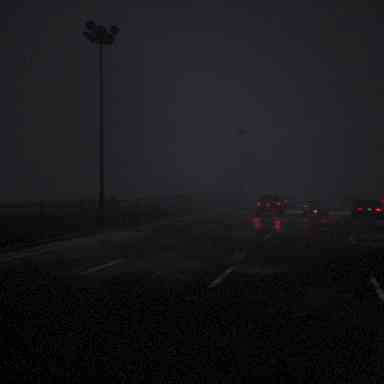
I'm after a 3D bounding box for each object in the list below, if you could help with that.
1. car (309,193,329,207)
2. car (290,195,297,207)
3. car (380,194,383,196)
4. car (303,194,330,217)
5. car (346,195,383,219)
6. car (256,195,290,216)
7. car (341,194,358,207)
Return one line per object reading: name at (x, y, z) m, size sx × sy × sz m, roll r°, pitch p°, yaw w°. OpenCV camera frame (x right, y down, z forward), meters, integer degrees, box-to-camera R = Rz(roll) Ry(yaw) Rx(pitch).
car at (15.506, 0.963, 40.492) m, size 2.128 × 1.511 × 4.902 m, roll 0°, pitch 1°, yaw 22°
car at (11.462, 1.039, 39.821) m, size 2.033 × 1.411 × 5.357 m, roll 0°, pitch 1°, yaw 22°
car at (22.099, 1.008, 38.131) m, size 1.812 × 1.442 × 4.674 m, roll 0°, pitch 1°, yaw 22°
car at (10.036, 1.175, 26.858) m, size 1.812 × 1.442 × 4.674 m, roll 0°, pitch 1°, yaw 22°
car at (13.156, 1.208, 25.225) m, size 2.033 × 1.411 × 5.357 m, roll 0°, pitch 1°, yaw 22°
car at (6.809, 0.994, 28.211) m, size 2.097 × 1.767 × 4.553 m, roll 0°, pitch 1°, yaw 22°
car at (18.613, 0.987, 38.832) m, size 1.837 × 1.490 × 4.892 m, roll 0°, pitch 1°, yaw 22°
